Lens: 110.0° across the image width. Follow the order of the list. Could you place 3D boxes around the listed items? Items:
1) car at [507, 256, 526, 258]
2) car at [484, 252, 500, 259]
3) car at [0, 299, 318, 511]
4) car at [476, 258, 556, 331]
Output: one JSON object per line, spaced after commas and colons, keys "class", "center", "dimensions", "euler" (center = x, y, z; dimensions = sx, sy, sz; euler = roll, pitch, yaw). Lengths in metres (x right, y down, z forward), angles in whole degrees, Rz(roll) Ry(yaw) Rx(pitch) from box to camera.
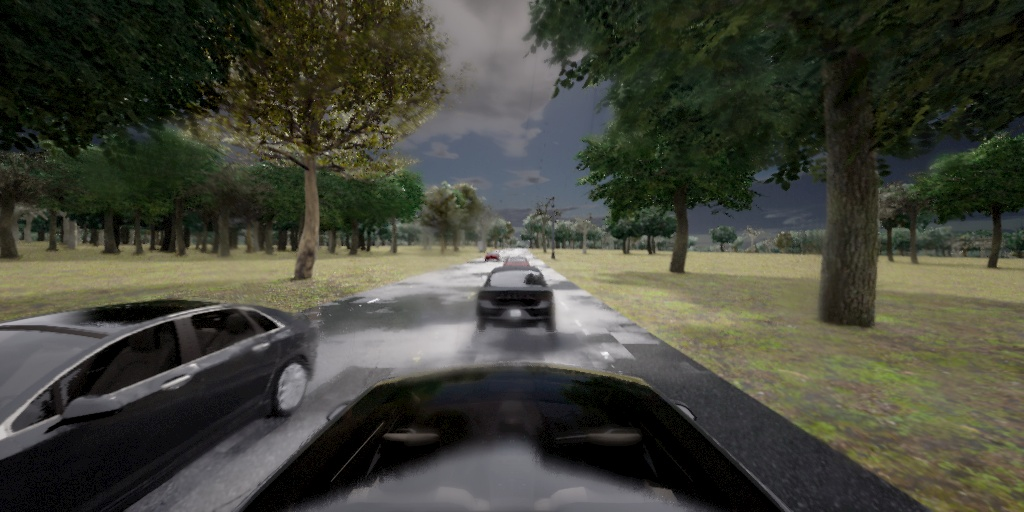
{"class": "car", "center": [0.364, 0.670, 26.929], "dimensions": [1.895, 1.301, 4.718], "euler": [0, 2, 1]}
{"class": "car", "center": [-2.703, 0.071, 49.679], "dimensions": [1.895, 1.301, 4.718], "euler": [0, 2, 2]}
{"class": "car", "center": [-3.557, 1.221, 2.935], "dimensions": [1.837, 1.490, 4.892], "euler": [0, 1, 0]}
{"class": "car", "center": [0.114, 0.997, 10.144], "dimensions": [1.882, 1.535, 5.008], "euler": [0, 2, 1]}
